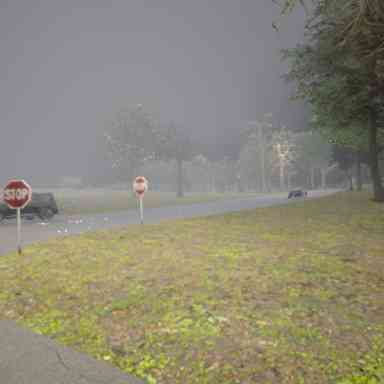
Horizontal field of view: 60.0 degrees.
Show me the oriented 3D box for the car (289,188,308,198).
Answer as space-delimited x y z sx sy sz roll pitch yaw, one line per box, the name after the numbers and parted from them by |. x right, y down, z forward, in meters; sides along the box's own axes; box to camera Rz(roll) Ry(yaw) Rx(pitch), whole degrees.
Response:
16.089 0.113 50.367 1.837 1.490 4.892 -2 1 33 | car

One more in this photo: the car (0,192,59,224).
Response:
-11.634 1.062 21.986 2.150 2.045 5.566 -3 -1 34 | car
